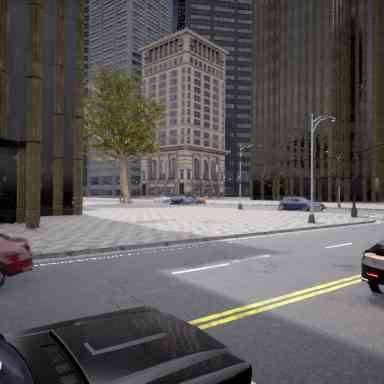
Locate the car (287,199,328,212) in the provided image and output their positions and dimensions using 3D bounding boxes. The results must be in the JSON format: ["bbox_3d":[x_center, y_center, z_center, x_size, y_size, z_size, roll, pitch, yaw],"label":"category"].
[{"bbox_3d":[13.659,1.550,39.402,1.994,1.385,4.181,1,0,-38],"label":"car"}]

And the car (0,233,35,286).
[{"bbox_3d":[-6.055,1.525,7.347,4.674,1.442,1.812,0,0,-35],"label":"car"}]

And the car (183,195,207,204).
[{"bbox_3d":[0.541,1.399,64.915,2.097,1.767,4.553,1,-1,-43],"label":"car"}]

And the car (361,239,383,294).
[{"bbox_3d":[5.774,1.492,7.556,4.902,1.511,2.128,0,0,-35],"label":"car"}]

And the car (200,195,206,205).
[{"bbox_3d":[-0.361,1.487,56.033,1.837,1.490,4.892,1,-1,-42],"label":"car"}]

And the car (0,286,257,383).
[{"bbox_3d":[-1.747,1.601,2.195,4.718,1.301,1.895,0,0,-36],"label":"car"}]

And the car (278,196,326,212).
[{"bbox_3d":[11.797,1.306,36.524,2.097,1.767,4.553,1,0,-38],"label":"car"}]

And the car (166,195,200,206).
[{"bbox_3d":[-1.437,1.302,52.344,2.097,1.767,4.553,1,-1,-42],"label":"car"}]

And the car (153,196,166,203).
[{"bbox_3d":[-6.418,1.570,72.102,1.812,1.442,4.674,1,-1,-45],"label":"car"}]
